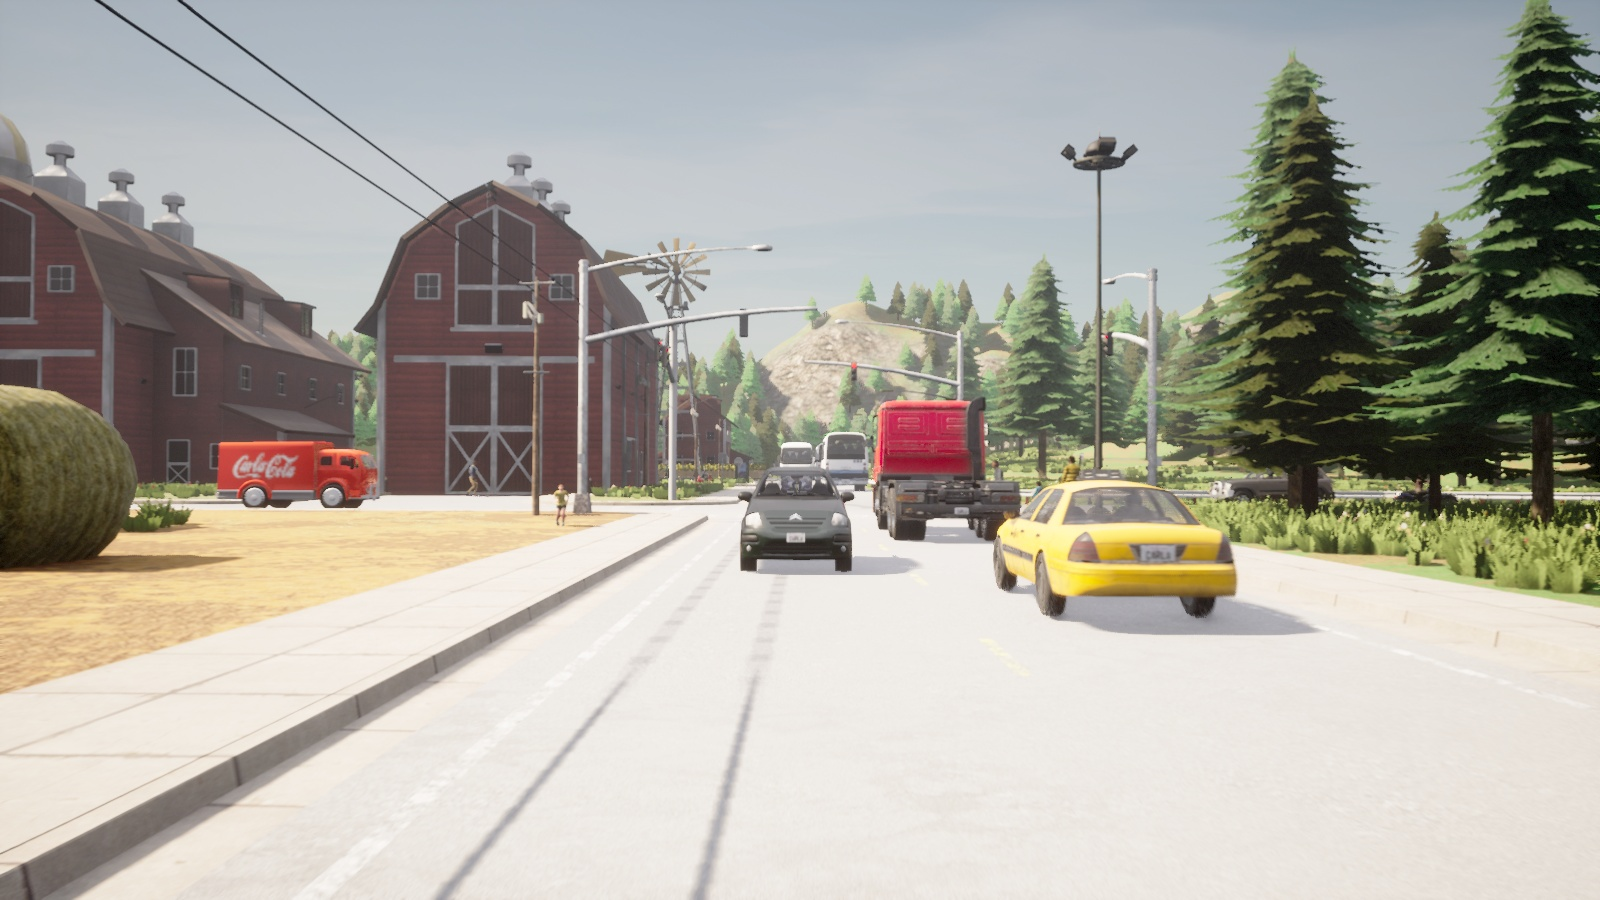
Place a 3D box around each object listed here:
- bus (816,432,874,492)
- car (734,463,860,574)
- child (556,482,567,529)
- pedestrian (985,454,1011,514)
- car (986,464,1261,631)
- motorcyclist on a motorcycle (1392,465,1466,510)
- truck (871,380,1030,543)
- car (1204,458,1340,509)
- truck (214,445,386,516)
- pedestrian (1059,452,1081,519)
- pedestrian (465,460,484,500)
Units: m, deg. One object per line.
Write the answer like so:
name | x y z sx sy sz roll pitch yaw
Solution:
bus | 3.269 0.925 95.033 3.944 4.253 10.273 0 -1 0
car | -0.049 1.034 20.442 1.851 1.617 3.988 0 -1 0
child | -5.729 1.326 30.174 0.255 1.110 0.394 0 -1 -10
pedestrian | 6.495 1.112 41.170 0.788 1.949 0.423 0 -1 2
car | 3.465 0.969 14.599 1.801 1.575 5.366 0 -1 0
motorcyclist on a motorcycle | 23.208 1.376 46.369 2.350 1.649 0.766 0 -1 -1
truck | 3.423 0.302 30.658 2.891 3.462 7.936 0 -1 0
car | 18.666 1.309 49.777 4.605 1.855 1.932 -2 -1 -1
truck | -18.021 1.087 45.528 5.204 2.467 2.627 0 -1 -1
pedestrian | 7.582 0.995 35.225 0.431 1.840 0.709 0 -1 -1
pedestrian | -16.084 1.477 62.031 0.788 1.949 0.423 0 -1 7
